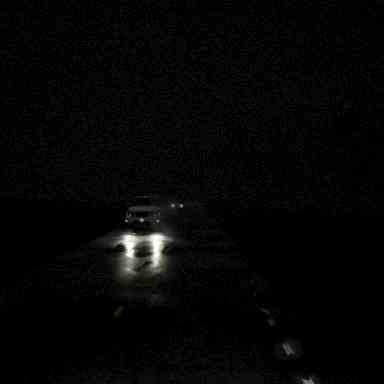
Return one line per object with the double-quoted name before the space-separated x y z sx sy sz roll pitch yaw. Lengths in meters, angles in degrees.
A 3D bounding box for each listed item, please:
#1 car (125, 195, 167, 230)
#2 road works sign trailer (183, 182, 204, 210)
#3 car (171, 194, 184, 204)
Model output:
"car" -2.849 1.227 21.649 2.150 2.045 5.566 0 0 0
"road works sign trailer" -0.018 0.503 44.178 2.380 3.560 2.880 0 0 0
"car" -2.765 1.322 64.027 2.150 2.045 5.566 0 0 0
